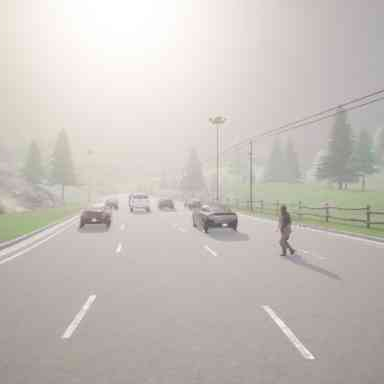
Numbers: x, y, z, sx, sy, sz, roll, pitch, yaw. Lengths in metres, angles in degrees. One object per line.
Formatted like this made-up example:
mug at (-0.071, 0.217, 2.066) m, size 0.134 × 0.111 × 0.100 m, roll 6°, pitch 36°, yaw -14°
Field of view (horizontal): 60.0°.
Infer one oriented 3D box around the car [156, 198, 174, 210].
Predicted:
car at (-3.491, 1.502, 43.569) m, size 1.837 × 1.490 × 4.892 m, roll 0°, pitch -1°, yaw -11°

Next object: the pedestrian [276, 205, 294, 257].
pedestrian at (3.171, 1.294, 11.415) m, size 0.375 × 1.860 × 0.375 m, roll 0°, pitch 0°, yaw -8°

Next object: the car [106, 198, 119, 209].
car at (-10.785, 1.546, 44.338) m, size 2.033 × 1.411 × 5.357 m, roll 0°, pitch 0°, yaw -12°

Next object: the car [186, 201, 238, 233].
car at (1.242, 1.490, 19.679) m, size 2.128 × 1.511 × 4.902 m, roll 0°, pitch 0°, yaw -11°

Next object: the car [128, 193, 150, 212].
car at (-6.219, 1.220, 39.397) m, size 2.150 × 2.045 × 5.566 m, roll 0°, pitch 0°, yaw -11°

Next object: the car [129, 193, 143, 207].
car at (-8.980, 1.221, 53.067) m, size 2.150 × 2.045 × 5.566 m, roll 0°, pitch 0°, yaw -11°

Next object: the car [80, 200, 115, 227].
car at (-6.411, 1.525, 22.503) m, size 1.812 × 1.442 × 4.674 m, roll 0°, pitch 0°, yaw -11°

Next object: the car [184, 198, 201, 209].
car at (0.225, 1.526, 42.850) m, size 1.812 × 1.442 × 4.674 m, roll 0°, pitch 0°, yaw -11°
